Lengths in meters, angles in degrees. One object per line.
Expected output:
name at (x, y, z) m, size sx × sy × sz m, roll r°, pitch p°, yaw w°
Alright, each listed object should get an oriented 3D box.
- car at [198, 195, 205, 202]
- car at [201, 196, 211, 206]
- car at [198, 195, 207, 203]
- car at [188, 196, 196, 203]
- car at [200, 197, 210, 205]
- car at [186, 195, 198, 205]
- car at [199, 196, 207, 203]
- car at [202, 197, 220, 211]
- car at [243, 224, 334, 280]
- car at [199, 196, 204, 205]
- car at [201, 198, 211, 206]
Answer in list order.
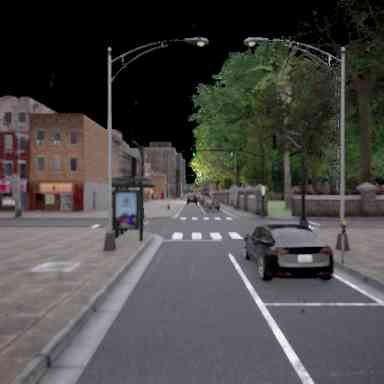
car at (2.628, 1.568, 58.677) m, size 2.192 × 1.841 × 5.009 m, roll -1°, pitch 0°, yaw 0°
car at (2.631, 1.708, 47.944) m, size 1.752 × 1.417 × 4.829 m, roll -1°, pitch 0°, yaw 0°
car at (2.629, 1.789, 85.928) m, size 2.192 × 1.841 × 5.009 m, roll -1°, pitch -1°, yaw 0°
car at (0.010, 1.730, 77.304) m, size 1.837 × 1.490 × 4.892 m, roll 0°, pitch -1°, yaw 0°
car at (2.631, 1.774, 69.577) m, size 1.967 × 1.590 × 4.097 m, roll -1°, pitch 0°, yaw 0°
car at (0.009, 1.536, 66.915) m, size 2.150 × 2.045 × 5.566 m, roll 0°, pitch 0°, yaw 0°
car at (2.631, 1.865, 80.477) m, size 1.967 × 1.590 × 4.097 m, roll -1°, pitch -1°, yaw 0°
car at (2.631, 1.701, 42.325) m, size 2.008 × 1.369 × 4.403 m, roll -1°, pitch 0°, yaw 0°
car at (2.629, 1.587, 9.811) m, size 1.947 × 1.339 × 4.313 m, roll -1°, pitch 0°, yaw 0°
car at (2.632, 1.766, 53.226) m, size 2.008 × 1.369 × 4.403 m, roll -1°, pitch 0°, yaw 0°
car at (2.632, 1.819, 64.295) m, size 1.752 × 1.417 × 4.829 m, roll -1°, pitch 0°, yaw 0°
